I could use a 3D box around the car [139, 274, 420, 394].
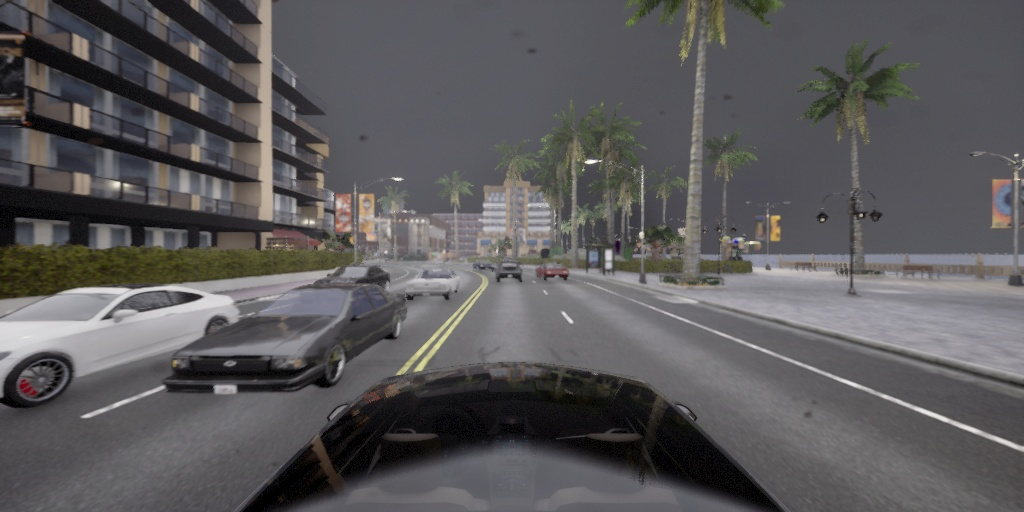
[{"bbox_3d":[-3.601,1.268,7.144,2.033,1.411,5.357,0,0,0],"label":"car"}]

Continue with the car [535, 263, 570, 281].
[{"bbox_3d":[3.063,1.207,28.388,1.895,1.301,4.718,0,0,-6],"label":"car"}]

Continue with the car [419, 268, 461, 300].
[{"bbox_3d":[-3.623,1.268,17.099,1.895,1.301,4.718,0,0,-2],"label":"car"}]

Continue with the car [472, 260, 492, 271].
[{"bbox_3d":[-3.575,1.126,43.420,1.895,1.301,4.718,0,0,-17],"label":"car"}]

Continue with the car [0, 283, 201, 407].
[{"bbox_3d":[-7.108,1.251,6.304,1.812,1.442,4.674,0,0,0],"label":"car"}]

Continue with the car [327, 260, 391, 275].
[{"bbox_3d":[-7.133,1.148,16.481,1.882,1.535,5.008,0,0,-1],"label":"car"}]

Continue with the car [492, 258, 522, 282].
[{"bbox_3d":[-0.343,1.119,27.252,1.837,1.490,4.892,0,1,-5],"label":"car"}]
